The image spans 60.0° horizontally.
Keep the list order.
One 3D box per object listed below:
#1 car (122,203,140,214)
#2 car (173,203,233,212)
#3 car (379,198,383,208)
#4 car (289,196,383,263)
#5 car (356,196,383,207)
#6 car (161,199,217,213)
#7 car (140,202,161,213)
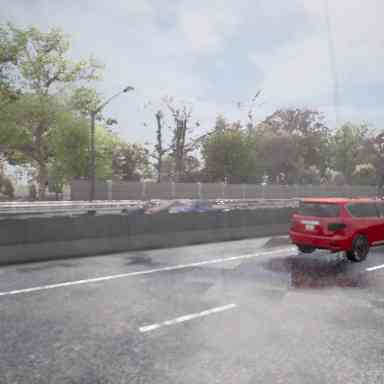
[{"bbox_3d":[-4.289,1.586,30.471,4.181,1.385,1.994,0,0,-38],"label":"car"},{"bbox_3d":[1.418,1.624,22.201,4.718,1.301,1.895,0,0,-35],"label":"car"},{"bbox_3d":[31.519,1.638,52.202,4.892,1.490,1.837,0,0,-35],"label":"car"},{"bbox_3d":[5.994,1.242,12.322,5.566,2.045,2.150,0,0,-35],"label":"car"},{"bbox_3d":[29.441,1.486,55.011,4.553,1.767,2.097,0,0,-35],"label":"car"},{"bbox_3d":[0.276,1.377,25.685,4.553,1.767,2.097,0,0,-35],"label":"car"},{"bbox_3d":[-1.760,1.551,28.532,4.674,1.442,1.812,0,0,-35],"label":"car"}]
